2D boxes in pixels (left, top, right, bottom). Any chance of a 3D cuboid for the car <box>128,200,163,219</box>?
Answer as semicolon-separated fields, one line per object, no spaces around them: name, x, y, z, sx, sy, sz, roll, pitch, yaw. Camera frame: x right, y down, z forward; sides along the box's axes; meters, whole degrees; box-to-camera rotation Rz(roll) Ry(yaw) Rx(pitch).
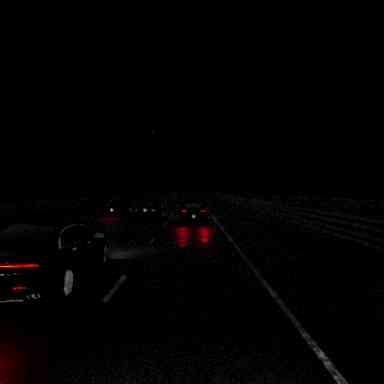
car;-3.393;1.373;26.592;2.033;1.411;5.357;0;0;0

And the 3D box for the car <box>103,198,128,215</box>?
car;-6.881;1.286;30.982;1.837;1.490;4.892;1;0;0

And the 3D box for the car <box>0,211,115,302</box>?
car;-3.395;1.446;8.077;1.837;1.490;4.892;0;0;0

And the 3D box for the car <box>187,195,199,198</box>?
car;0.112;1.100;40.570;2.097;1.767;4.553;0;0;0

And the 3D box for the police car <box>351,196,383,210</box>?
police car;21.934;1.330;40.996;1.930;1.638;5.238;0;0;-20

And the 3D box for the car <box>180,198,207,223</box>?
car;0.107;1.369;23.451;1.812;1.442;4.674;0;0;0
